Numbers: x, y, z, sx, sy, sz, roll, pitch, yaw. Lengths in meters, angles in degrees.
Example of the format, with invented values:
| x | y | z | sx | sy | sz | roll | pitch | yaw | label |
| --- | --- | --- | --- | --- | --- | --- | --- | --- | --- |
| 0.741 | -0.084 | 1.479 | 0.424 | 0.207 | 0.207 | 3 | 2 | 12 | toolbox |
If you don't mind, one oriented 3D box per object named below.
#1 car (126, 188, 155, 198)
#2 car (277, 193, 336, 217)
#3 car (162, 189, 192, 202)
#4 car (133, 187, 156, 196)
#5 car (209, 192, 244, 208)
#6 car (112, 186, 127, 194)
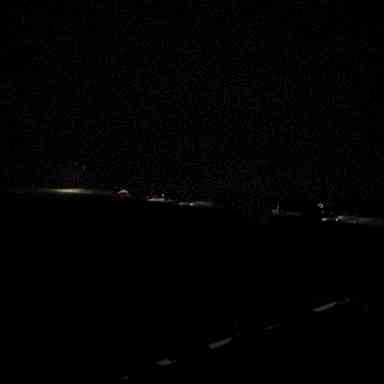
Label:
| x | y | z | sx | sy | sz | roll | pitch | yaw | label |
| --- | --- | --- | --- | --- | --- | --- | --- | --- | --- |
| -7.747 | 0.203 | 50.534 | 1.895 | 1.301 | 4.718 | -3 | 4 | -35 | car |
| 9.081 | 0.910 | 26.578 | 2.097 | 1.767 | 4.553 | -3 | 4 | -35 | car |
| -1.989 | 0.425 | 42.296 | 1.837 | 1.490 | 4.892 | -3 | 4 | -35 | car |
| -8.126 | -0.076 | 56.106 | 1.895 | 1.301 | 4.718 | -3 | 4 | -35 | car |
| 3.773 | 0.743 | 34.102 | 2.128 | 1.511 | 4.902 | -3 | 4 | -35 | car |
| -13.998 | -0.484 | 64.430 | 2.128 | 1.511 | 4.902 | -3 | 4 | -35 | car |
